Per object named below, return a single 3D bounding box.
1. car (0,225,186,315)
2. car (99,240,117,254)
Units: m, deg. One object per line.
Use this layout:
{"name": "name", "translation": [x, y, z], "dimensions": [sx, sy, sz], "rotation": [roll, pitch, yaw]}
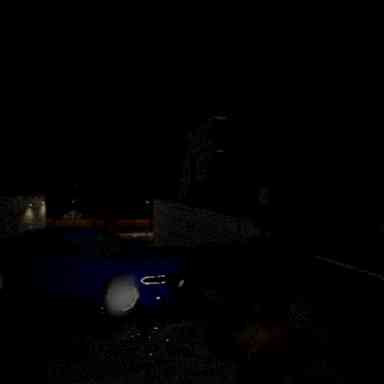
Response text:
{"name": "car", "translation": [-2.607, 1.560, 7.614], "dimensions": [5.008, 1.535, 1.882], "rotation": [1, 1, 18]}
{"name": "car", "translation": [-9.589, 6.349, 38.136], "dimensions": [1.895, 1.301, 4.718], "rotation": [1, -11, -13]}
